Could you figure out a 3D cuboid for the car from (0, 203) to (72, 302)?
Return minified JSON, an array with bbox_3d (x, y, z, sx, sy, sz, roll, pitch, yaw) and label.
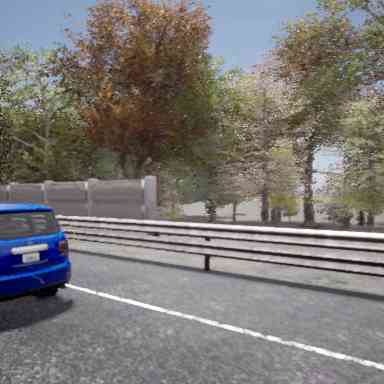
[{"bbox_3d":[-5.029,1.275,7.449,5.566,2.045,2.150,-1,0,36],"label":"car"}]
